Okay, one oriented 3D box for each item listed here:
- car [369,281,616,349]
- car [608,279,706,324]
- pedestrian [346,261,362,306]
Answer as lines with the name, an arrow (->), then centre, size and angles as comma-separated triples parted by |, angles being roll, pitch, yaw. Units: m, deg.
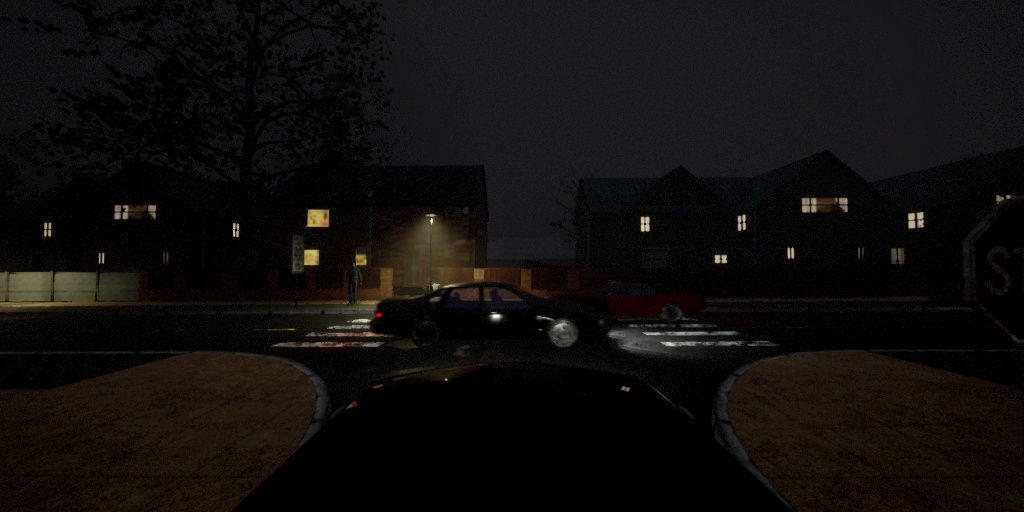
car -> -0.518, 1.330, 8.636 | 5.357, 1.411, 2.033 | 0, -1, 2
car -> 3.379, 1.407, 11.491 | 4.718, 1.301, 1.895 | -1, -1, 1
pedestrian -> -6.526, 1.115, 14.669 | 0.375, 1.860, 0.375 | 0, -1, 1
